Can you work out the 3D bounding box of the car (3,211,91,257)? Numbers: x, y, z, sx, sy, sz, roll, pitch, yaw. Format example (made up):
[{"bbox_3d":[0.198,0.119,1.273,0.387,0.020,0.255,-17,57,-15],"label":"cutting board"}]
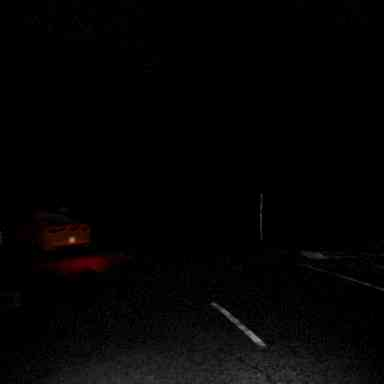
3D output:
[{"bbox_3d":[-5.949,1.501,13.389,5.008,1.535,1.882,1,0,45],"label":"car"}]
